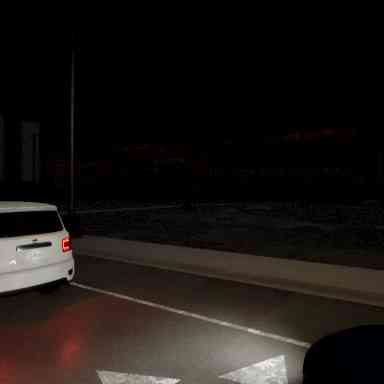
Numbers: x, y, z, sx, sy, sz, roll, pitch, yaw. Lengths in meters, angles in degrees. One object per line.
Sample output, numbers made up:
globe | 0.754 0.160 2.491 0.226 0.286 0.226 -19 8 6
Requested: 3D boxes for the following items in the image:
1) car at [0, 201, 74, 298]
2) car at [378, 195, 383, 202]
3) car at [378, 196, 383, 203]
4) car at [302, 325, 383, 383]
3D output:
car | -5.032 1.220 7.576 5.566 2.045 2.150 0 0 35
car | 39.927 1.369 67.953 1.853 1.218 4.536 1 1 6
car | 39.921 1.527 67.903 2.038 1.542 4.974 1 1 6
car | 3.005 1.516 1.843 4.674 1.442 1.812 0 0 35
